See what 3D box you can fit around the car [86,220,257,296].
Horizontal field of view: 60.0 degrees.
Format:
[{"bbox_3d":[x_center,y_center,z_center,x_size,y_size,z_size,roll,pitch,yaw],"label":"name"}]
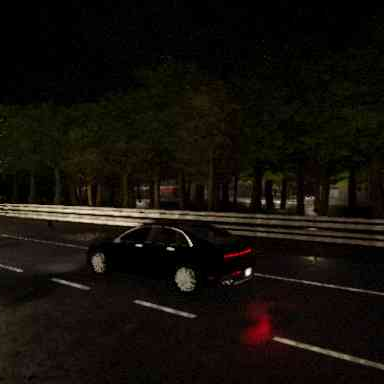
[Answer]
[{"bbox_3d":[-0.744,1.507,8.702,4.892,1.490,1.837,0,0,36],"label":"car"}]
